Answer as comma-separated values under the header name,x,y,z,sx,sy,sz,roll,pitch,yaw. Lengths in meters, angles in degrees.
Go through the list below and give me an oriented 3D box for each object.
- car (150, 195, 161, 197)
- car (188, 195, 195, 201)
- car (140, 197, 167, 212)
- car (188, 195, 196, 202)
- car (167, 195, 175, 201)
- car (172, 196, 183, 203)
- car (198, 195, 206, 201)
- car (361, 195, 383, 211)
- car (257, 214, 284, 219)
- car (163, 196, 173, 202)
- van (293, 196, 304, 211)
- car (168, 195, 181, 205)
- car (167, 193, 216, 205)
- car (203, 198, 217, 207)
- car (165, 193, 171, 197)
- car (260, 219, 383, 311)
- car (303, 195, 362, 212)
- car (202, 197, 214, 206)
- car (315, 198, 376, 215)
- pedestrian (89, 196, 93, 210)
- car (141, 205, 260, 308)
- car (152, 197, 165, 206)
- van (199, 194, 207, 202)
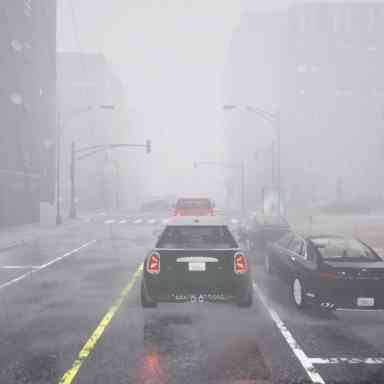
name,x,y,z,sx,sy,sz,roll,pitch,yaw
car,-5.696,1.334,51.390,2.192,1.841,5.009,1,0,0
car,-0.038,1.537,90.833,1.837,1.490,4.892,0,0,0
car,-3.372,1.566,36.443,4.892,1.490,1.837,0,1,-41
car,-0.034,1.557,80.947,1.812,1.442,4.674,0,0,0
car,-5.717,1.603,90.387,1.947,1.339,4.313,1,0,0
car,-3.029,1.553,70.682,2.128,1.511,4.902,0,0,0
car,2.664,1.582,90.351,1.887,1.381,4.507,1,0,0
car,19.275,1.228,38.141,5.009,1.841,2.192,0,0,0
car,2.825,1.555,13.161,2.008,1.369,4.403,1,0,0
car,-5.712,1.597,79.245,1.947,1.339,4.313,1,0,0
van,13.748,1.296,38.178,3.998,1.788,1.690,0,0,0
car,-3.093,1.375,60.612,2.097,1.767,4.553,0,0,0
car,0.080,1.228,17.558,2.150,2.045,5.566,0,0,0
car,2.680,1.585,51.354,1.947,1.339,4.313,1,0,0
car,-3.142,1.240,51.043,2.150,2.045,5.566,0,0,0
car,2.828,1.553,7.591,2.008,1.369,4.403,1,0,0
car,14.974,1.385,35.577,5.008,1.535,1.882,0,-1,2
car,2.677,1.603,56.925,1.802,1.307,4.206,1,0,0
car,13.691,1.413,29.797,4.206,1.307,1.802,0,0,0
pedestrian,-12.546,1.347,41.312,0.375,1.860,0.375,0,0,0
car,0.097,1.354,8.087,2.097,1.767,4.553,0,0,0
car,-5.702,1.566,56.961,1.887,1.381,4.507,1,0,0
van,2.671,1.373,79.210,1.690,1.788,3.998,1,0,0
